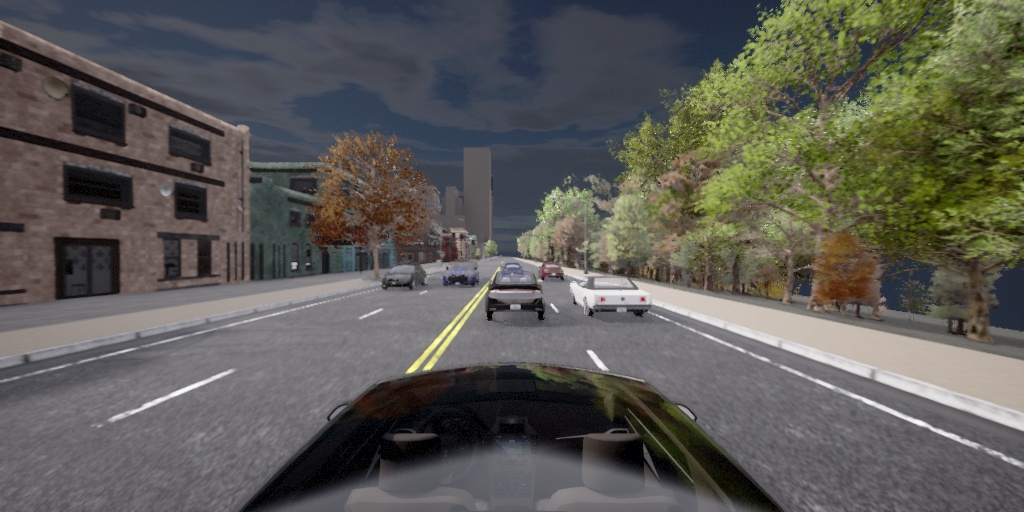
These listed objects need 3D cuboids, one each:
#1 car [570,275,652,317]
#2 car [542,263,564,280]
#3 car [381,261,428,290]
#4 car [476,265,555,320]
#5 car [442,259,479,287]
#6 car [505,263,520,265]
[{"bbox_3d":[3.352,1.352,13.159,1.895,1.301,4.718,0,0,0],"label":"car"},{"bbox_3d":[3.283,1.278,30.754,1.812,1.442,4.674,0,0,-1],"label":"car"},{"bbox_3d":[-6.609,1.257,22.432,1.837,1.490,4.892,0,0,0],"label":"car"},{"bbox_3d":[0.102,1.243,12.674,2.128,1.511,4.902,0,0,0],"label":"car"},{"bbox_3d":[-3.367,1.104,24.422,2.097,1.767,4.553,0,0,0],"label":"car"},{"bbox_3d":[0.033,1.279,30.764,1.812,1.442,4.674,0,0,-1],"label":"car"}]
